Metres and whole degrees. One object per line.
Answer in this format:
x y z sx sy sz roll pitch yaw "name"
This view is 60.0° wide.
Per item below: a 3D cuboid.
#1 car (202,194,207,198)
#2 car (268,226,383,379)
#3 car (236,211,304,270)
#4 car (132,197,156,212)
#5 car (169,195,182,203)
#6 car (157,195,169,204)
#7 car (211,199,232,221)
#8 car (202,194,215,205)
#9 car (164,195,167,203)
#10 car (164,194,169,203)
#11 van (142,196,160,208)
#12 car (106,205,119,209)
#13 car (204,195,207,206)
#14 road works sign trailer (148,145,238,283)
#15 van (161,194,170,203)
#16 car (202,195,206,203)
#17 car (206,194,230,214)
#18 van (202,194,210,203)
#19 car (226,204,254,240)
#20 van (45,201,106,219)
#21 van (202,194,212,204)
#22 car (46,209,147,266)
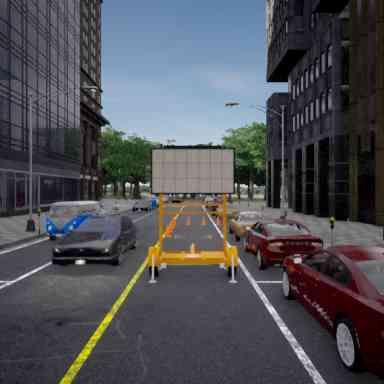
2.911 1.453 54.428 1.967 1.590 4.097 0 0 0 "car"
2.777 1.545 5.490 1.887 1.381 4.507 0 0 0 "car"
2.792 1.545 10.927 1.887 1.381 4.507 0 0 0 "car"
-5.659 1.571 38.139 1.947 1.339 4.313 0 0 0 "car"
-2.832 1.617 60.888 1.895 1.301 4.718 0 0 0 "car"
-5.584 1.459 65.326 1.967 1.590 4.097 0 0 0 "car"
2.837 1.527 27.410 1.752 1.417 4.829 0 0 0 "car"
2.926 1.331 59.866 2.192 1.841 5.009 0 0 0 "car"
-5.614 1.578 54.451 1.947 1.339 4.313 0 0 0 "car"
-5.600 1.541 59.719 1.752 1.417 4.829 0 0 0 "car"
-5.644 1.348 43.576 1.690 1.788 3.998 0 0 0 "van"
-5.704 1.552 21.826 2.008 1.369 4.403 0 0 0 "car"
2.882 1.533 43.722 1.752 1.417 4.829 0 0 0 "car"
0.026 0.464 9.640 2.380 3.560 2.880 0 0 0 "road works sign trailer"
-5.569 1.364 70.764 1.690 1.788 3.998 0 0 0 "van"
2.896 1.554 48.990 1.887 1.381 4.507 0 0 0 "car"
2.851 1.318 32.678 2.192 1.841 5.009 0 0 0 "car"
2.956 1.364 70.740 1.690 1.788 3.998 0 0 0 "van"
2.807 1.526 16.535 1.752 1.417 4.829 0 0 0 "car"
-5.719 1.342 16.389 1.690 1.788 3.998 0 0 0 "van"
2.941 1.360 65.303 1.690 1.788 3.998 0 0 0 "van"
-3.070 1.547 11.800 2.033 1.411 5.357 0 0 0 "car"
